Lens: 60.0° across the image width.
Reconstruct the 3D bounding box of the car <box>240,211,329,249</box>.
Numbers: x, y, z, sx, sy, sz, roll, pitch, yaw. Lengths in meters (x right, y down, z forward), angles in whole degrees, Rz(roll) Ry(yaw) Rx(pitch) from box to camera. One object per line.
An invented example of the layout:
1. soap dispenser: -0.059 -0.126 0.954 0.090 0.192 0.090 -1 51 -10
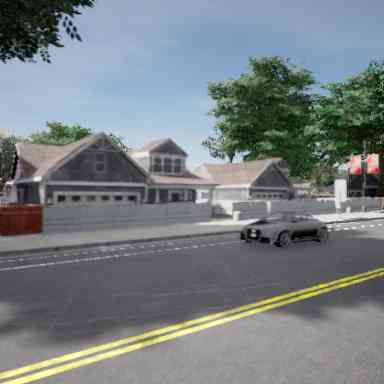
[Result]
1. car: 4.104 1.558 14.599 4.181 1.385 1.994 0 0 -35
